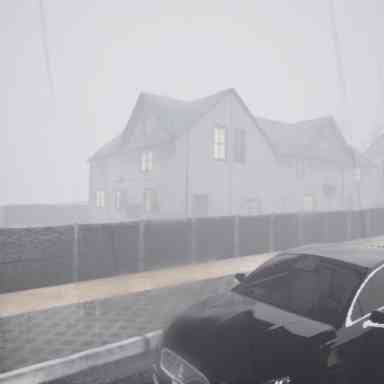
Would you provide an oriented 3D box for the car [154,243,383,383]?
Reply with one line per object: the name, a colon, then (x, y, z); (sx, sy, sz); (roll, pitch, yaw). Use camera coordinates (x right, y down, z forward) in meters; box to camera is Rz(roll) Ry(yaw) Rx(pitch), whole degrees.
car: (1.844, 1.520, 4.391); (4.892, 1.490, 1.837); (0, 0, -36)
